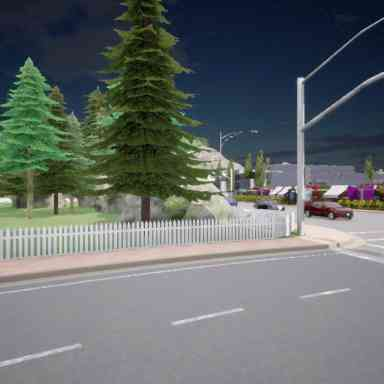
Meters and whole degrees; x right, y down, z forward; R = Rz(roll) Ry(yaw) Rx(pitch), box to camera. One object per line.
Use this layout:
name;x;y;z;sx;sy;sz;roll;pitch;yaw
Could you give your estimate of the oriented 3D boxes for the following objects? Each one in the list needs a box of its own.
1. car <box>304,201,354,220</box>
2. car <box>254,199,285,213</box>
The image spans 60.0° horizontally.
car;11.762;1.533;28.967;1.882;1.535;5.008;0;0;-17
car;8.909;1.546;38.509;2.128;1.511;4.902;0;0;-17
